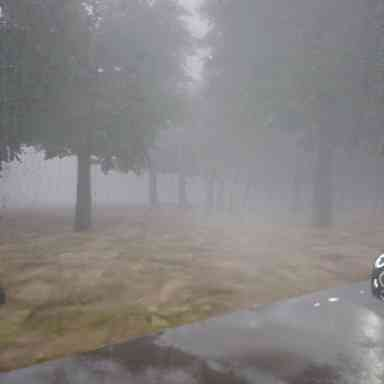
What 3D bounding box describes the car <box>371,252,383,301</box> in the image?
[{"bbox_3d":[5.788,1.331,6.829,4.553,1.767,2.097,0,0,-30],"label":"car"}]
